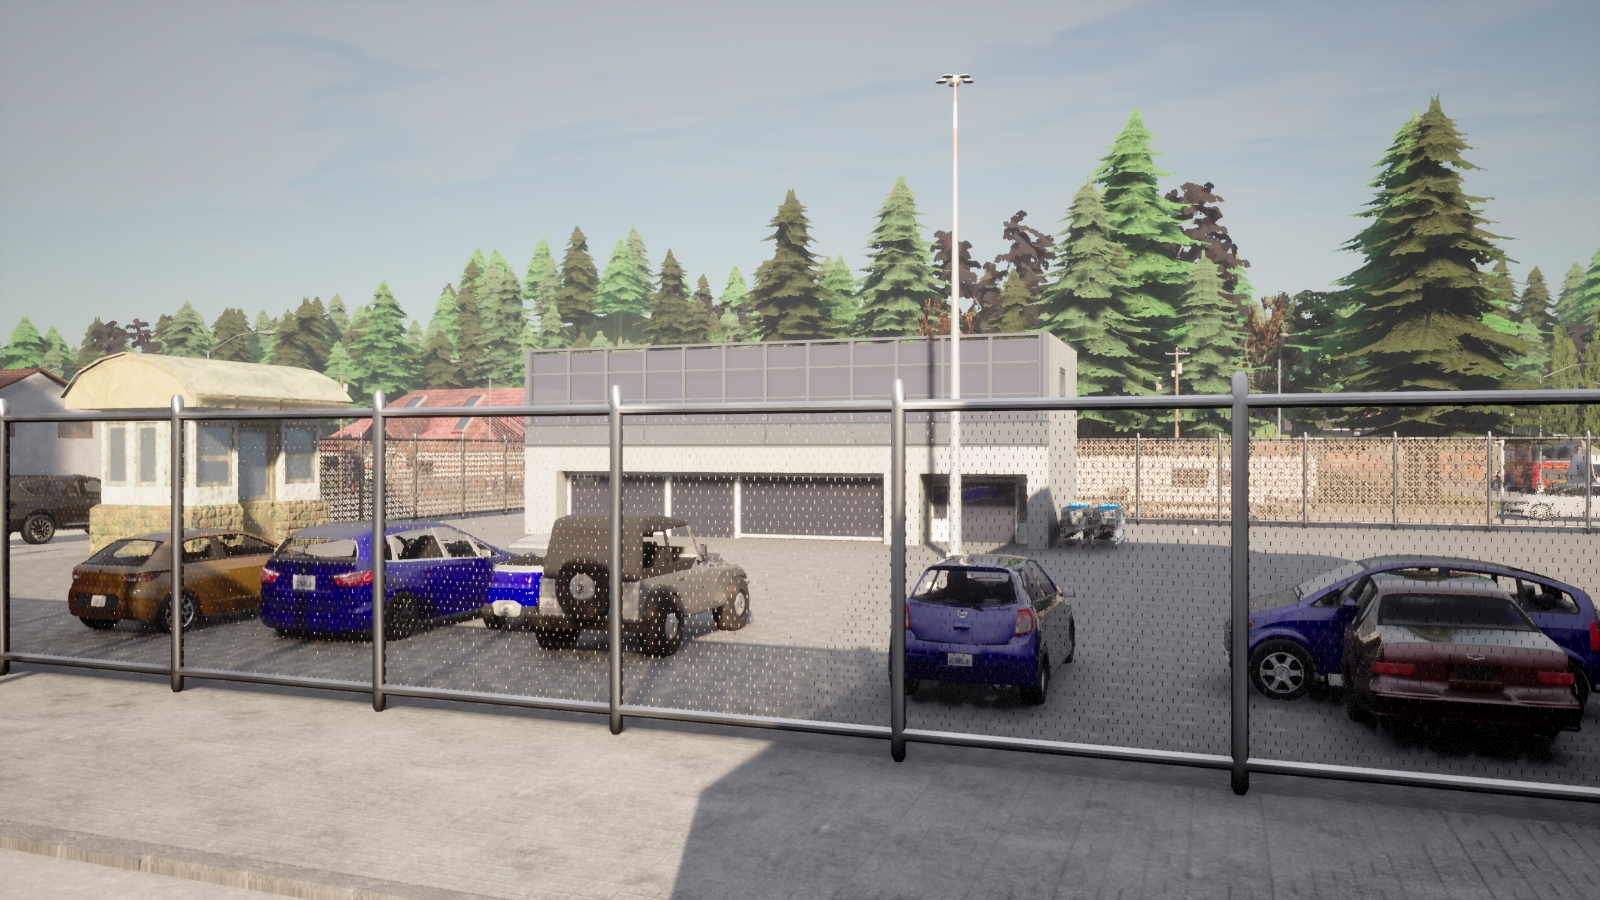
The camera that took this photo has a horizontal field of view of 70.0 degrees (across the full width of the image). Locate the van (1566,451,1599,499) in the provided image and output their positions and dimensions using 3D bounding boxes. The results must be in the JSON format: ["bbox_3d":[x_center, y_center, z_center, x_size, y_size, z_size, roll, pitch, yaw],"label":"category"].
[{"bbox_3d":[44.035,1.314,62.679,1.988,2.561,5.915,0,0,20],"label":"van"}]

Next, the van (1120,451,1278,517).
[{"bbox_3d":[16.090,1.314,46.209,5.915,2.561,1.988,0,0,20],"label":"van"}]

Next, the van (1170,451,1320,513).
[{"bbox_3d":[19.099,1.314,49.238,5.915,2.561,1.988,0,0,21],"label":"van"}]

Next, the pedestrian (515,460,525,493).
[{"bbox_3d":[-16.014,1.523,65.363,0.375,1.860,0.375,0,0,28],"label":"pedestrian"}]

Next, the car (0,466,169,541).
[{"bbox_3d":[-22.825,1.560,35.490,2.150,2.045,5.566,0,0,21],"label":"car"}]

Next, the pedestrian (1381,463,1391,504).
[{"bbox_3d":[26.796,1.526,52.273,0.375,1.860,0.375,0,0,20],"label":"pedestrian"}]

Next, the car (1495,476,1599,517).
[{"bbox_3d":[30.557,1.842,45.086,4.892,1.480,2.231,0,0,16],"label":"car"}]
